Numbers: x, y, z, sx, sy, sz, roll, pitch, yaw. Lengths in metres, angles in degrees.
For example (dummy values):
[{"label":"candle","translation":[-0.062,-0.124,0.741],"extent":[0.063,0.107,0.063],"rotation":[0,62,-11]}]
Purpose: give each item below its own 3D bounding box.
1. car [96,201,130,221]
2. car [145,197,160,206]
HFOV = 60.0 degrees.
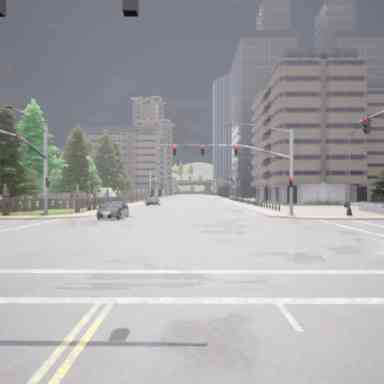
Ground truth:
[{"label":"car","translation":[-6.430,1.485,27.437],"extent":[2.128,1.511,4.902],"rotation":[0,0,1]},{"label":"car","translation":[-6.212,1.541,53.236],"extent":[1.994,1.385,4.181],"rotation":[0,0,0]}]
